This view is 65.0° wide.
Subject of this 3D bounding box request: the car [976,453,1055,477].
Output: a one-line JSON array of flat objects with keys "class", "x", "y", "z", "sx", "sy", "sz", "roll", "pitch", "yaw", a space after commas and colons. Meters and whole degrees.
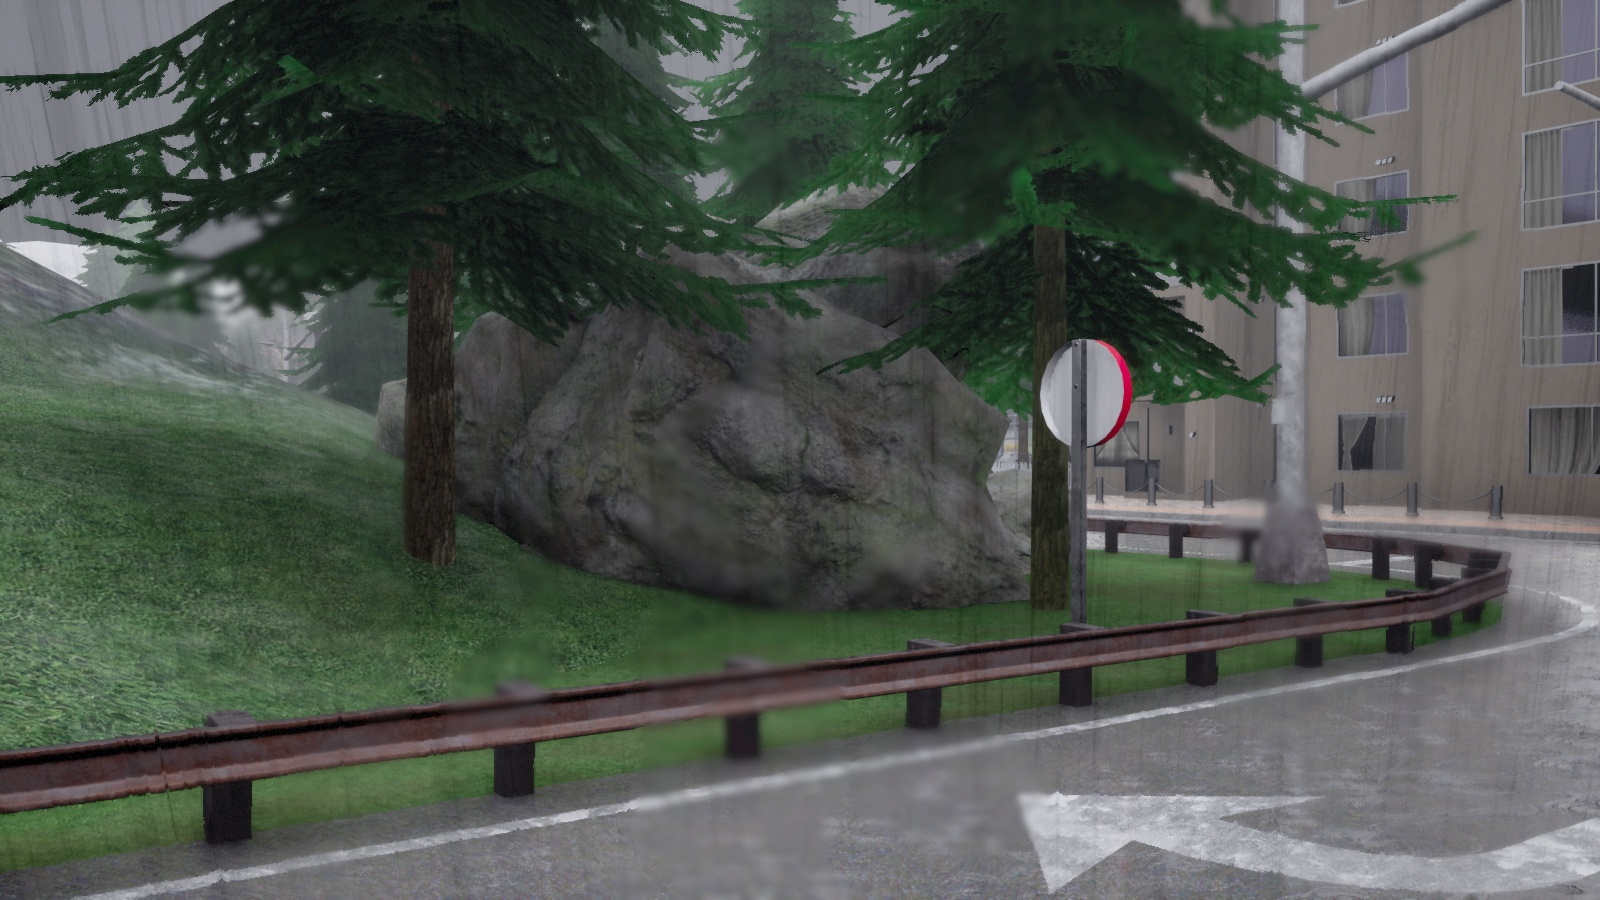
[{"class": "car", "x": 13.602, "y": 0.910, "z": 79.223, "sx": 4.792, "sy": 1.488, "sz": 2.163, "roll": 0, "pitch": 0, "yaw": -36}]
